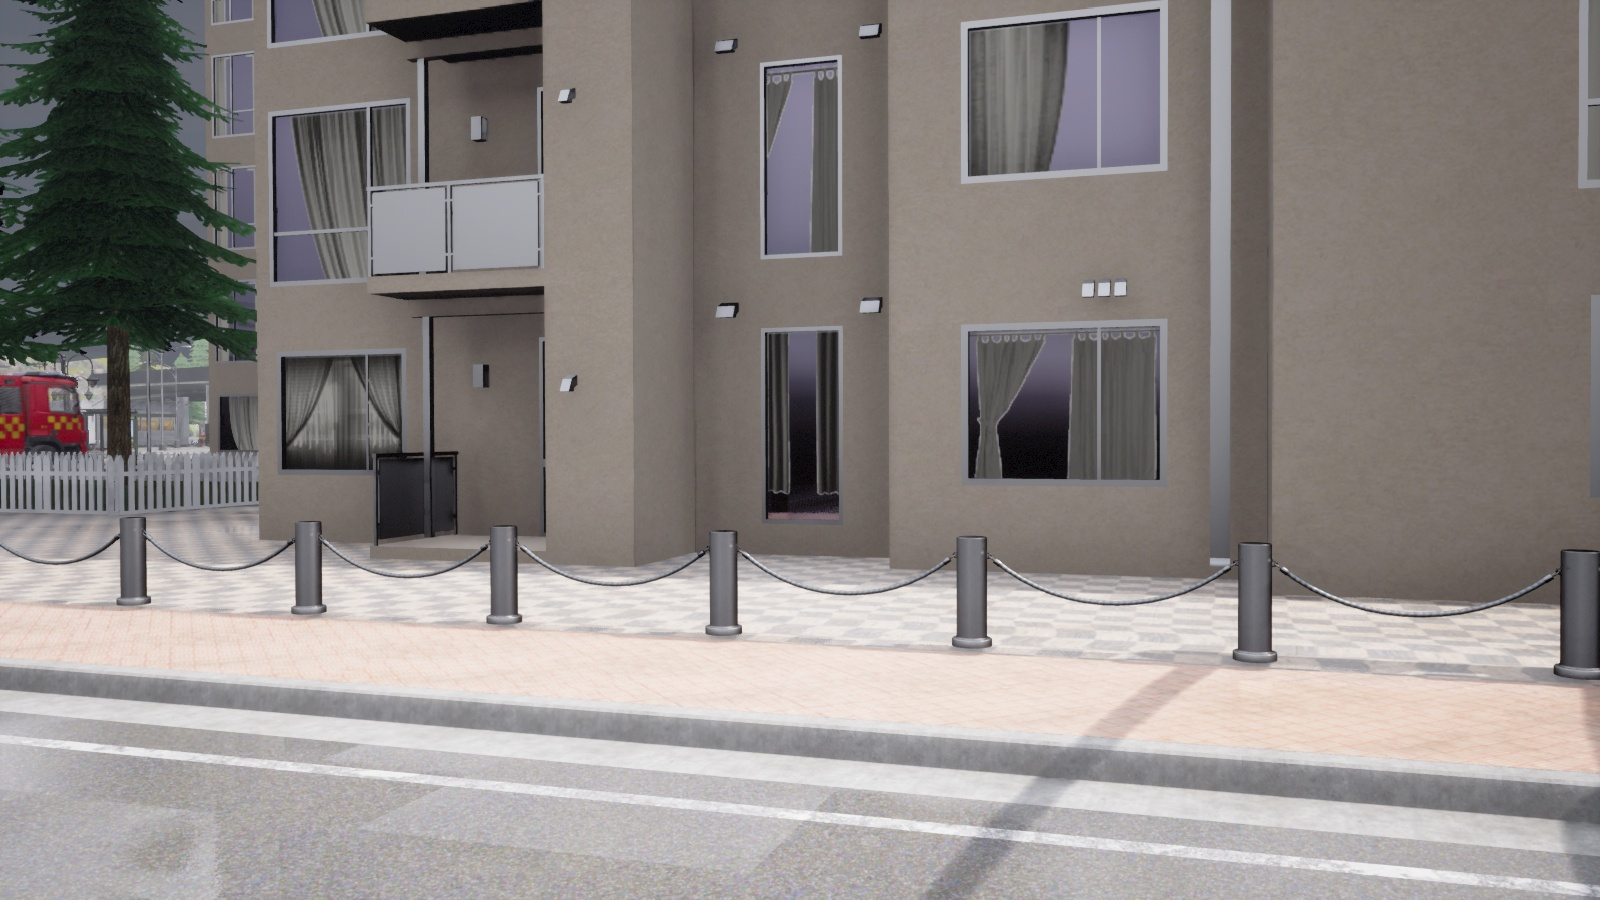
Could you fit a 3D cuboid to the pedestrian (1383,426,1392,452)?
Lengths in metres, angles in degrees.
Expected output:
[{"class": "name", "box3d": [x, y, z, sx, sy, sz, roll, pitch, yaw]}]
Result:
[{"class": "pedestrian", "box3d": [41.602, -0.796, 88.930, 0.431, 1.840, 0.703, 0, 1, 17]}]

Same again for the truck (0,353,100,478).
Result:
[{"class": "truck", "box3d": [-26.183, -1.069, 38.547, 2.891, 3.827, 8.468, 1, 1, 18]}]
